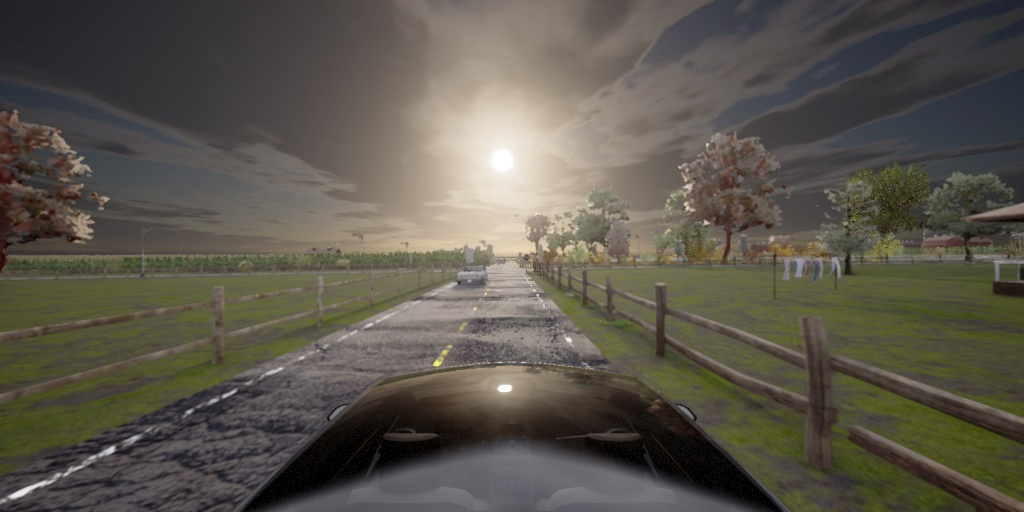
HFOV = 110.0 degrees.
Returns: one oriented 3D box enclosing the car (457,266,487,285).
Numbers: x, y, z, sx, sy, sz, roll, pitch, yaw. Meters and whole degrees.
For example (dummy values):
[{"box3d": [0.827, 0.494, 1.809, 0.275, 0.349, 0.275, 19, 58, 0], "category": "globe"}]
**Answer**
[{"box3d": [-2.917, 1.415, 26.825, 1.895, 1.301, 4.718, 0, 0, 0], "category": "car"}]
